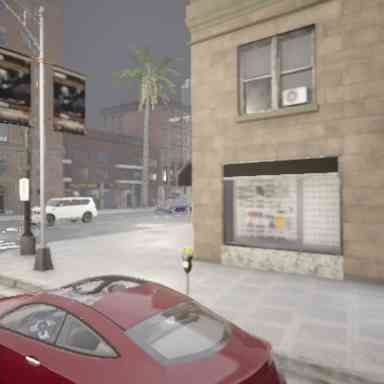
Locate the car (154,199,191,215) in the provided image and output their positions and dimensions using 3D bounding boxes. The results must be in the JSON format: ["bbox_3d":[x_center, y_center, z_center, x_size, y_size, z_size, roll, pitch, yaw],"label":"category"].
[{"bbox_3d":[-2.104,1.565,36.750,2.097,1.767,4.553,-1,0,35],"label":"car"}]

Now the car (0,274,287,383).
[{"bbox_3d":[-1.115,1.610,3.644,4.206,1.307,1.802,-1,-1,35],"label":"car"}]

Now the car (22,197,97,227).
[{"bbox_3d":[-9.936,1.438,25.487,2.150,2.045,5.566,-1,0,35],"label":"car"}]
